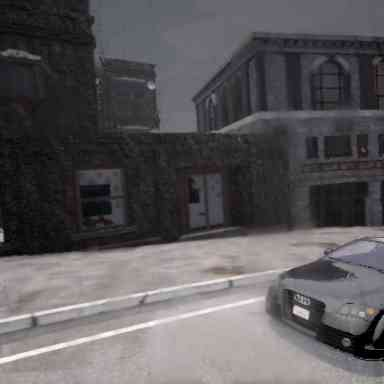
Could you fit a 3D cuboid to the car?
[{"bbox_3d":[3.309,1.503,5.608,4.181,1.385,1.994,0,1,-27],"label":"car"}]
